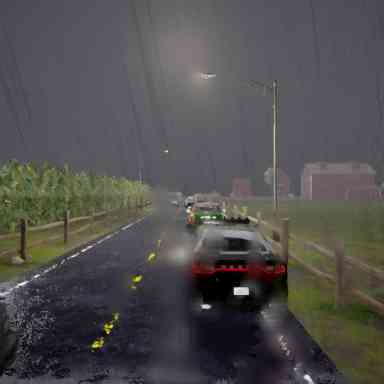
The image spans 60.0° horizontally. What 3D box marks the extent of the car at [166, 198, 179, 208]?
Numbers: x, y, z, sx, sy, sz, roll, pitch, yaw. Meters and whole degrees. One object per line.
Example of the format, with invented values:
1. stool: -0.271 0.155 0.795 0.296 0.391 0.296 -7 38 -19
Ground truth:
1. car: -2.887 1.575 50.004 2.033 1.411 5.357 0 0 0

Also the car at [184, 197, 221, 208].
1. car: 0.776 1.350 17.909 2.097 1.767 4.553 0 0 0

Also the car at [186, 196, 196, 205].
1. car: -0.171 1.534 62.725 1.882 1.535 5.008 0 0 0

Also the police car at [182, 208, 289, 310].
1. police car: 0.803 1.424 8.049 1.930 1.638 5.238 0 0 0

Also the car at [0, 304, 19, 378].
1. car: -2.853 1.547 1.370 2.033 1.411 5.357 0 0 0

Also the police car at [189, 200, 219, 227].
1. police car: 0.759 1.423 24.049 1.930 1.638 5.238 0 0 0
